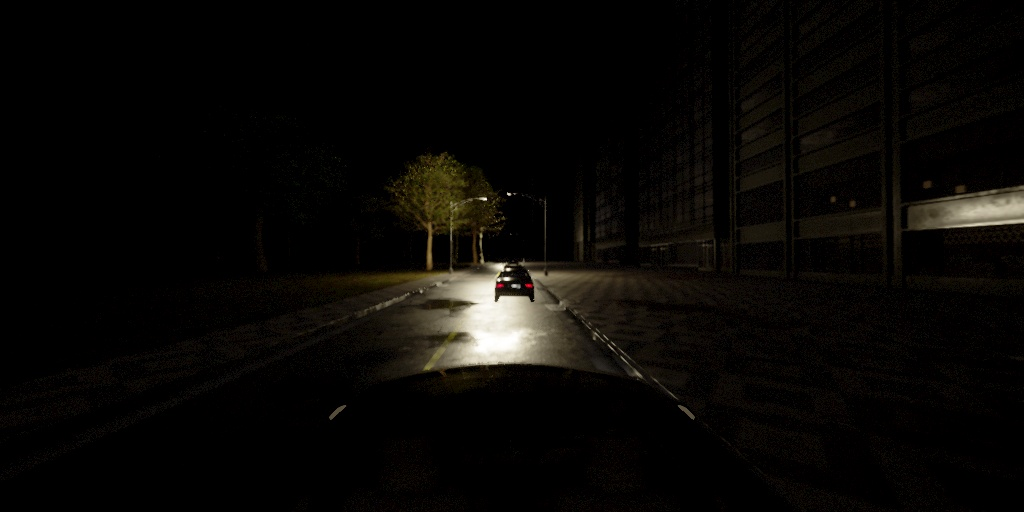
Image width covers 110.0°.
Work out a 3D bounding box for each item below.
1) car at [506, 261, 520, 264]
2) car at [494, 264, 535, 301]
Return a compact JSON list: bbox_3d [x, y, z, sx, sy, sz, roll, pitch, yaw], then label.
[{"bbox_3d":[0.102,1.240,34.960,1.837,1.490,4.892,0,0,0],"label":"car"},{"bbox_3d":[0.101,1.297,17.451,2.033,1.411,5.357,0,0,0],"label":"car"}]
